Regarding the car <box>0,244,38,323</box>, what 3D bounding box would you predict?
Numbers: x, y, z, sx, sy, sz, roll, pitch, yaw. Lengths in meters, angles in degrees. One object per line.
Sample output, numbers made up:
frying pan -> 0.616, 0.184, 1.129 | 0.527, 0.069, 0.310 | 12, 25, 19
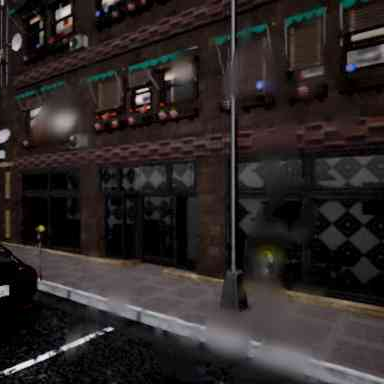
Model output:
car -> -4.582, 1.515, 6.154 | 4.313, 1.339, 1.947 | 0, 0, 36
